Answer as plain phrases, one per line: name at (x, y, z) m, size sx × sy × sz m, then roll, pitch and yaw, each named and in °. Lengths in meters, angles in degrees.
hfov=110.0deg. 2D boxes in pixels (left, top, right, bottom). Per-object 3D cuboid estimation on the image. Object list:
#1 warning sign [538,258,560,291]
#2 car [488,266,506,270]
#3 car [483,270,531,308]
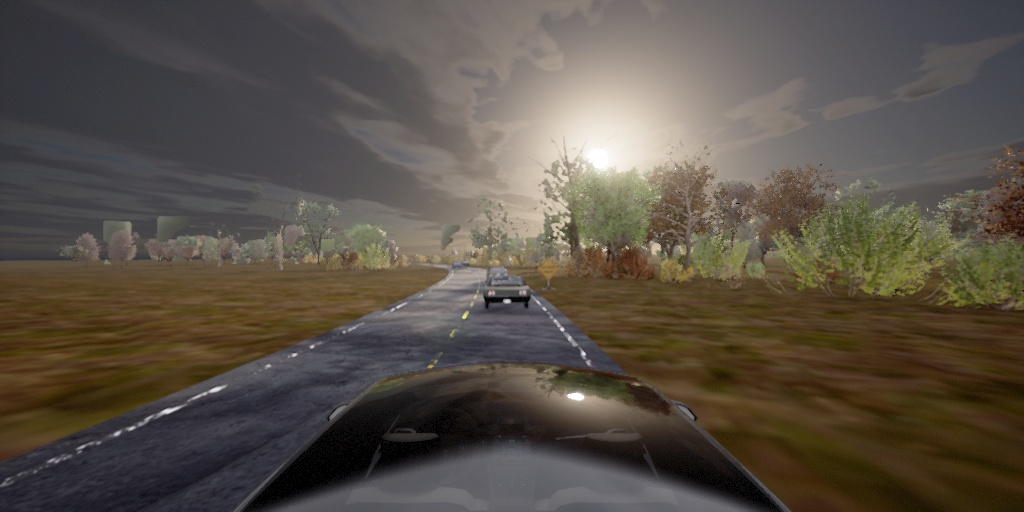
warning sign at (2.130, 1.044, 20.947) m, size 1.300 × 1.860 × 1.060 m, roll 0°, pitch 0°, yaw -3°
car at (-1.290, 1.572, 30.989) m, size 2.033 × 1.411 × 5.357 m, roll 0°, pitch -1°, yaw -5°
car at (-0.272, 1.485, 16.068) m, size 1.895 × 1.301 × 4.718 m, roll 0°, pitch 0°, yaw -2°
